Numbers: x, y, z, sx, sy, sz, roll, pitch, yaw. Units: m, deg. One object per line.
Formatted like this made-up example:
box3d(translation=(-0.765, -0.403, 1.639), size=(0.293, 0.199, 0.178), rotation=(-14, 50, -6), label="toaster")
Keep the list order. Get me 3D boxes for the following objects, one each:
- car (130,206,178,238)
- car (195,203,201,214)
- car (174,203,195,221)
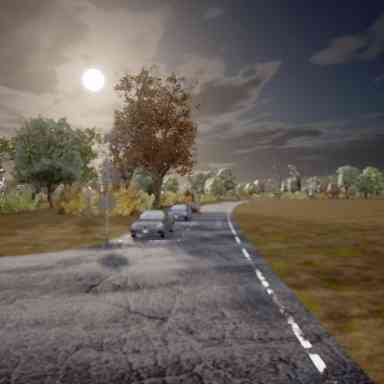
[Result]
box3d(translation=(-2.171, 1.768, 19.292), size=(1.812, 1.442, 4.674), rotation=(0, -1, 5), label="car")
box3d(translation=(0.064, 2.104, 42.658), size=(1.895, 1.301, 4.718), rotation=(0, -1, 7), label="car")
box3d(translation=(-1.118, 1.903, 31.315), size=(1.812, 1.442, 4.674), rotation=(0, -1, 6), label="car")
